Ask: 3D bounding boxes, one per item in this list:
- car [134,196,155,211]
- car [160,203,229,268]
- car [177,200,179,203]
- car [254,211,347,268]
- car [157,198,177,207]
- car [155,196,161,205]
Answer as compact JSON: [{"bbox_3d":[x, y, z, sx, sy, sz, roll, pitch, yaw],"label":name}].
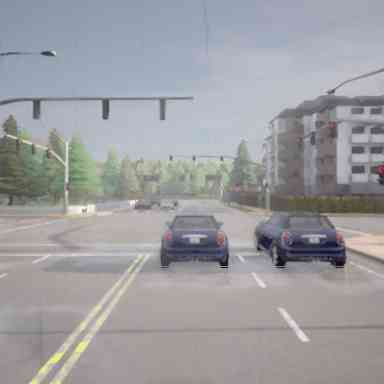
[{"bbox_3d":[-7.083,1.759,48.371,2.097,1.767,4.553,0,-1,0],"label":"car"},{"bbox_3d":[0.086,1.453,11.859,2.097,1.767,4.553,0,0,0],"label":"car"},{"bbox_3d":[-3.517,2.147,64.647,1.895,1.301,4.718,0,0,0],"label":"car"},{"bbox_3d":[3.586,1.453,11.870,2.097,1.767,4.553,0,0,0],"label":"car"},{"bbox_3d":[-3.583,1.931,48.225,1.812,1.442,4.674,0,0,0],"label":"car"},{"bbox_3d":[-7.020,1.787,64.051,2.150,2.045,5.566,0,0,0],"label":"car"}]
